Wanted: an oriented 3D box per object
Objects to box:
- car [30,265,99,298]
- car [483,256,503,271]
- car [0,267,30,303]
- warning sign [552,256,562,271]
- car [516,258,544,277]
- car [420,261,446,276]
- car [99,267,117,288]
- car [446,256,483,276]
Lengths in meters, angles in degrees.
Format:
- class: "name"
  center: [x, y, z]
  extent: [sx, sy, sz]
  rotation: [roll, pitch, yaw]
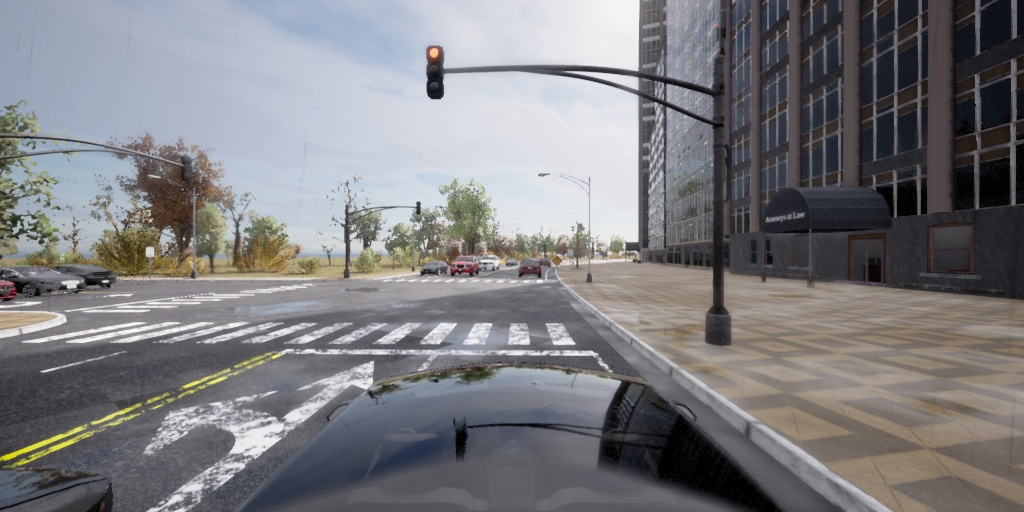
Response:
- class: "car"
  center: [-24.844, 1.296, 18.348]
  extent: [4.902, 1.511, 2.128]
  rotation: [0, 0, 3]
- class: "car"
  center: [-3.167, 0.974, 49.932]
  extent: [2.150, 2.045, 5.566]
  rotation: [0, 0, 8]
- class: "car"
  center: [-24.031, 1.292, 15.058]
  extent: [5.008, 1.535, 1.882]
  rotation: [0, 0, 3]
- class: "warning sign"
  center: [5.544, 0.869, 43.990]
  extent: [1.300, 1.860, 1.060]
  rotation: [0, 0, 7]
- class: "car"
  center: [1.878, 1.102, 35.502]
  extent: [2.097, 1.767, 4.553]
  rotation: [0, 0, 5]
- class: "car"
  center: [-7.944, 1.251, 37.069]
  extent: [1.837, 1.490, 4.892]
  rotation: [0, 0, 6]
- class: "car"
  center: [-27.077, 1.303, 21.872]
  extent: [4.892, 1.490, 1.837]
  rotation: [0, 0, 3]
- class: "car"
  center: [-4.751, 0.970, 36.782]
  extent: [2.150, 2.045, 5.566]
  rotation: [0, 0, 4]
